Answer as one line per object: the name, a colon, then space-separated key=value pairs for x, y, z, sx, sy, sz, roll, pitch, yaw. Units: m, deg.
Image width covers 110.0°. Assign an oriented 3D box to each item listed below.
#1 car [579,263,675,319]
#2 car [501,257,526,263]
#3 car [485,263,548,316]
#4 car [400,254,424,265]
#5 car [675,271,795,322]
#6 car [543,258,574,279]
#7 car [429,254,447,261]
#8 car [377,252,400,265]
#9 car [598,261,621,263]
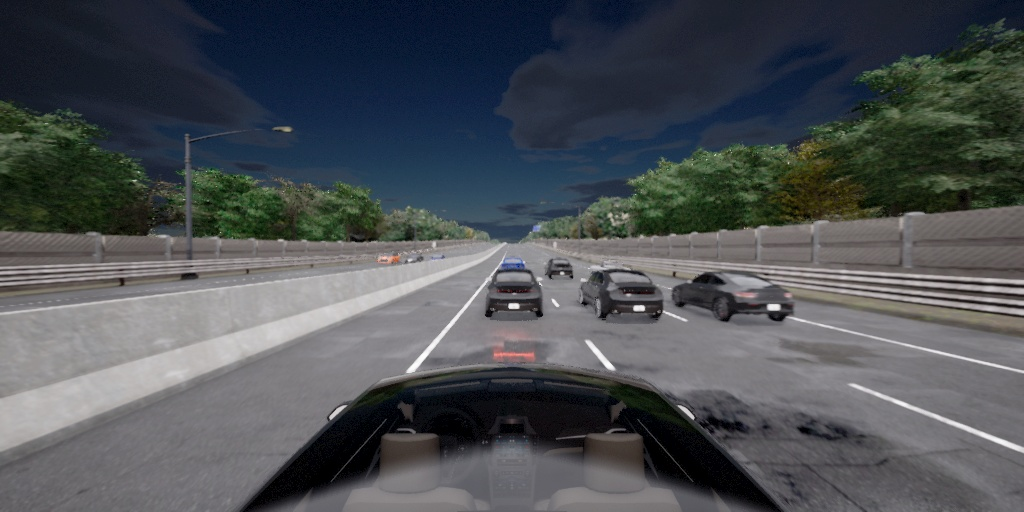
car: x=3.571 y=1.188 z=12.438 sx=1.837 sy=1.490 sz=4.892 roll=0 pitch=1 yaw=0
car: x=0.086 y=0.857 z=29.297 sx=1.882 sy=1.535 sz=5.008 roll=0 pitch=1 yaw=0
car: x=0.074 y=1.183 z=12.966 sx=1.837 sy=1.490 sz=4.892 roll=0 pitch=1 yaw=0
car: x=-14.049 y=0.417 z=51.858 sx=2.128 sy=1.511 sz=4.902 roll=0 pitch=1 yaw=0
car: x=7.069 y=1.215 z=11.974 sx=1.812 sy=1.442 sz=4.674 roll=0 pitch=0 yaw=0
car: x=3.578 y=0.914 z=27.841 sx=1.837 sy=1.490 sz=4.892 roll=0 pitch=2 yaw=0
car: x=-10.554 y=0.459 z=51.514 sx=1.812 sy=1.442 sz=4.674 roll=0 pitch=1 yaw=0
car: x=-17.548 y=0.291 z=51.307 sx=2.097 sy=1.767 sz=4.553 roll=0 pitch=1 yaw=0
car: x=7.070 y=1.036 z=26.363 sx=1.895 sy=1.301 sz=4.718 roll=0 pitch=1 yaw=0
